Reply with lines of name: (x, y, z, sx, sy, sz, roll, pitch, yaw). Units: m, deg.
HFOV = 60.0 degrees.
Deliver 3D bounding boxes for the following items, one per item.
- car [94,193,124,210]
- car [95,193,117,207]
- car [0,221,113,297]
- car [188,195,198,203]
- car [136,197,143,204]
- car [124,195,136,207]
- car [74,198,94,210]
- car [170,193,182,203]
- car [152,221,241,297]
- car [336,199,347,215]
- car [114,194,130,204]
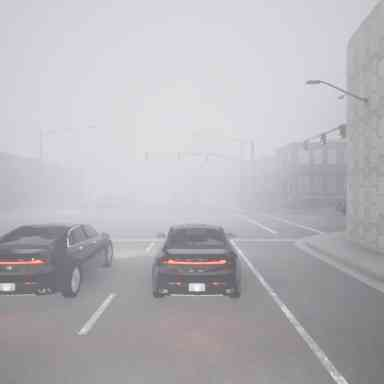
car: (-10.454, 1.352, 42.258, 2.097, 1.767, 4.553, 0, 0, 0)
car: (-13.905, 1.221, 54.051, 2.150, 2.045, 5.566, 0, 0, 0)
car: (-3.394, 1.505, 8.553, 1.837, 1.490, 4.892, 0, 0, 0)
car: (0.221, 1.352, 68.248, 2.097, 1.767, 4.553, 0, 0, 0)
car: (-10.351, 1.564, 62.383, 1.994, 1.385, 4.181, 0, 0, 1)
car: (-10.422, 1.352, 51.111, 2.097, 1.767, 4.553, 0, 0, 0)
car: (-13.946, 1.491, 43.758, 2.128, 1.511, 4.902, 0, 0, 0)
car: (-3.279, 1.221, 68.315, 2.150, 2.045, 5.566, 0, 0, 0)
car: (0.106, 1.505, 8.537, 1.837, 1.490, 4.892, 0, 0, 0)
car: (14.910, 0.764, 27.576, 5.566, 2.045, 2.150, -5, 0, 0)
car: (-13.811, 1.351, 65.601, 2.097, 1.767, 4.553, 0, 0, 1)
